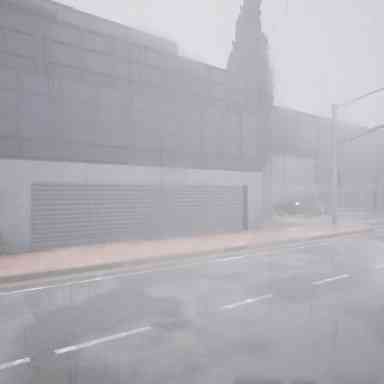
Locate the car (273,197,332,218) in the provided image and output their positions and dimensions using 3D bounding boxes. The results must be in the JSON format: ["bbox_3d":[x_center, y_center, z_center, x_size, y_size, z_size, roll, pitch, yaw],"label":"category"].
[{"bbox_3d":[9.697,1.492,30.348,2.128,1.511,4.902,0,0,-37],"label":"car"}]

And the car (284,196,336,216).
[{"bbox_3d":[11.787,1.352,33.405,2.097,1.767,4.553,0,0,-37],"label":"car"}]
